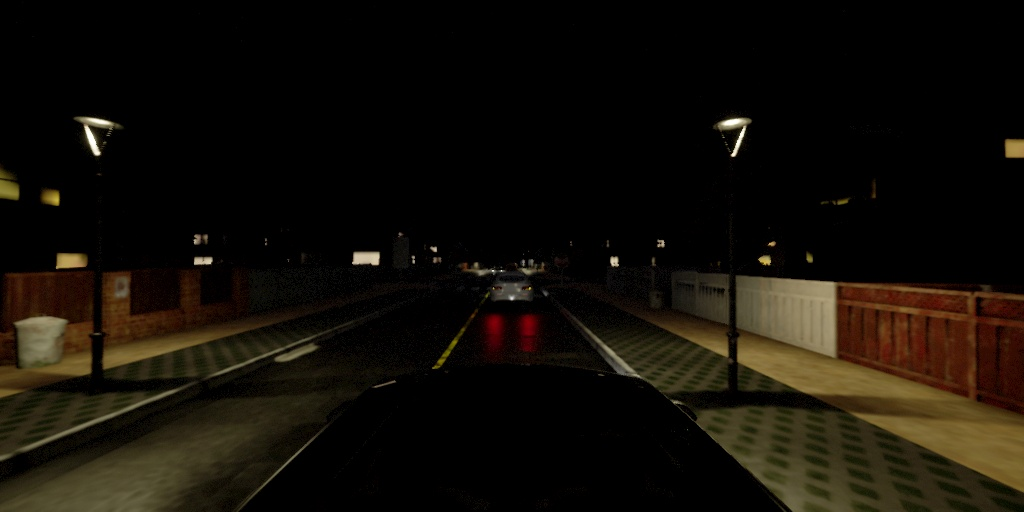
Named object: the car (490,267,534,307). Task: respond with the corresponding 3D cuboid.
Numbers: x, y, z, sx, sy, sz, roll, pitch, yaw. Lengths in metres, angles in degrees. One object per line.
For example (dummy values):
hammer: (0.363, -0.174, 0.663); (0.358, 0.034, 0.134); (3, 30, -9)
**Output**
car: (0.001, 1.423, 16.246); (1.812, 1.442, 4.674); (0, 0, 0)
